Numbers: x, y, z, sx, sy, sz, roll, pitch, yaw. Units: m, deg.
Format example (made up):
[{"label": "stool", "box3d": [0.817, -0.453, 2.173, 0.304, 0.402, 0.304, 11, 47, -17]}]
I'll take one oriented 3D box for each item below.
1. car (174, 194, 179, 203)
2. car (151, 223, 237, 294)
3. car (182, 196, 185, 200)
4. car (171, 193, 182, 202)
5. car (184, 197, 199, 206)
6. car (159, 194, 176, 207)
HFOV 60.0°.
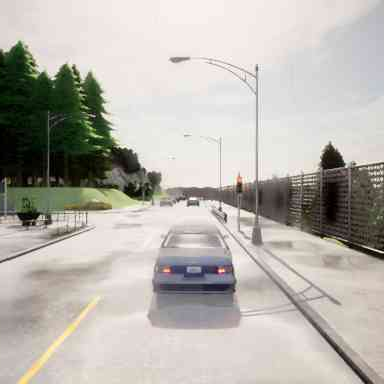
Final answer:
[{"label": "car", "box3d": [-3.949, 1.526, 62.383, 1.812, 1.442, 4.674, 0, 0, 1]}, {"label": "car", "box3d": [0.063, 1.547, 8.936, 2.033, 1.411, 5.357, 0, 0, 1]}, {"label": "car", "box3d": [-3.551, 1.540, 86.722, 5.357, 1.411, 2.033, 0, 0, 40]}, {"label": "car", "box3d": [-3.868, 1.225, 72.788, 2.150, 2.045, 5.566, 0, 0, 0]}, {"label": "car", "box3d": [0.192, 1.564, 54.569, 1.994, 1.385, 4.181, 0, 0, 0]}, {"label": "car", "box3d": [-3.997, 1.505, 52.486, 1.837, 1.490, 4.892, 0, 0, 0]}]
